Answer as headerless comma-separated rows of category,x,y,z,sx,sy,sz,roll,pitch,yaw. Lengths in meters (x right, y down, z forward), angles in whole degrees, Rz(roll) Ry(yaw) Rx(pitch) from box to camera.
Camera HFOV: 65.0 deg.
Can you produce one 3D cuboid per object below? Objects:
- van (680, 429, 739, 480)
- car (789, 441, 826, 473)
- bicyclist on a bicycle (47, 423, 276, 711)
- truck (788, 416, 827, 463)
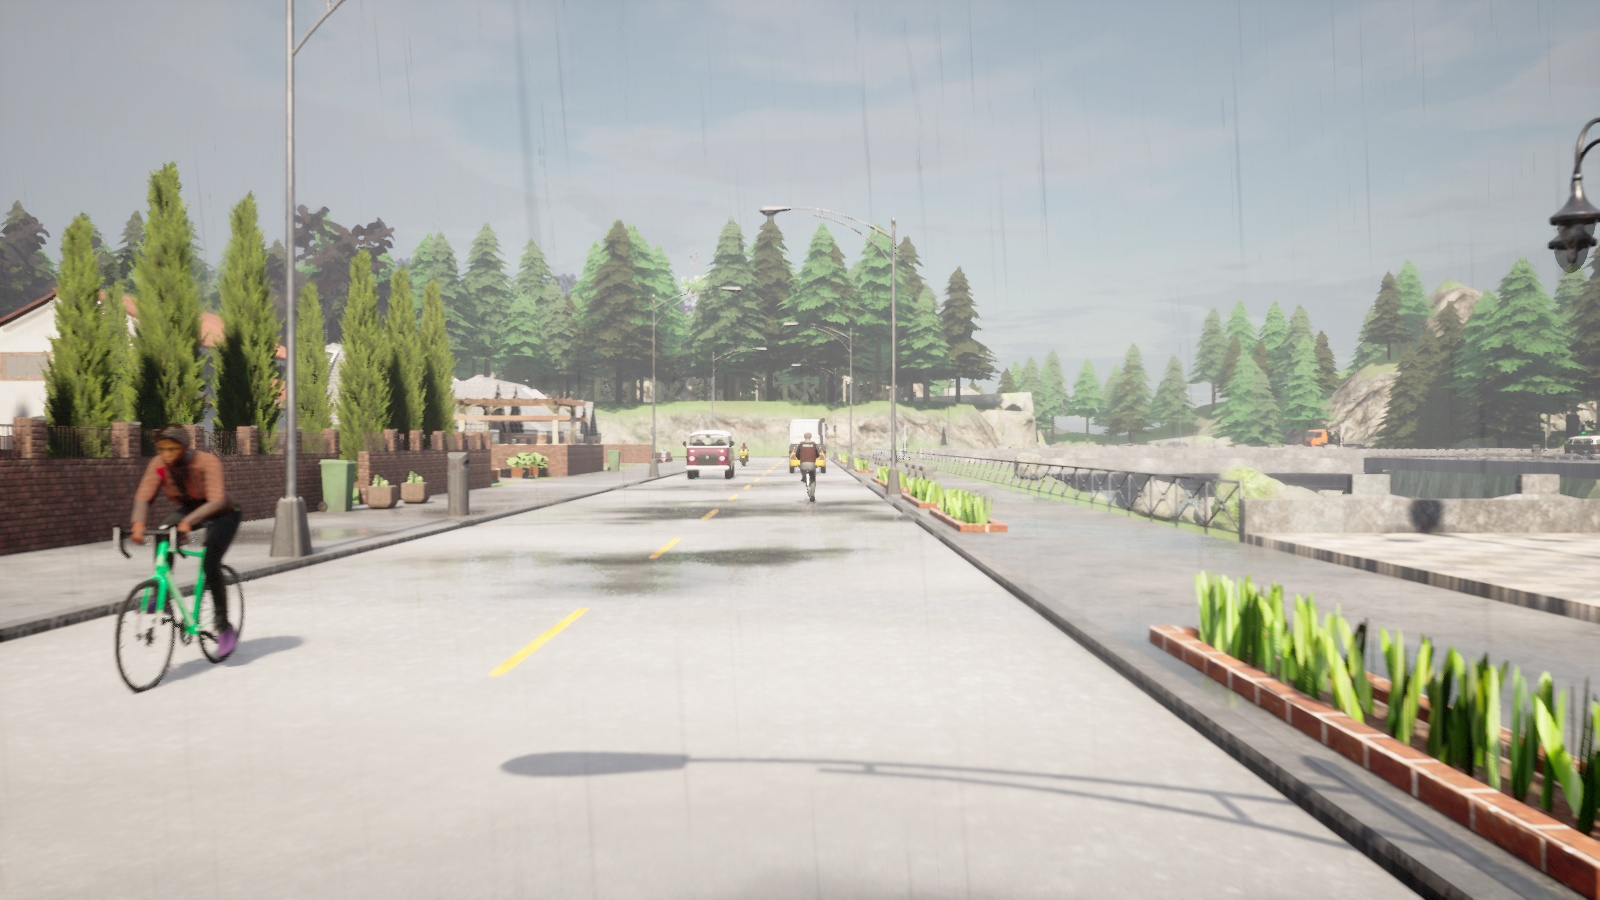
van,-3.686,0.174,51.961,2.069,2.038,4.480,0,0,0
car,0.380,0.329,63.312,1.801,1.575,5.366,0,0,0
bicyclist on a bicycle,-3.939,0.652,7.894,0.582,1.620,1.656,0,1,0
truck,0.577,-0.783,97.329,2.891,3.462,7.936,0,0,0
